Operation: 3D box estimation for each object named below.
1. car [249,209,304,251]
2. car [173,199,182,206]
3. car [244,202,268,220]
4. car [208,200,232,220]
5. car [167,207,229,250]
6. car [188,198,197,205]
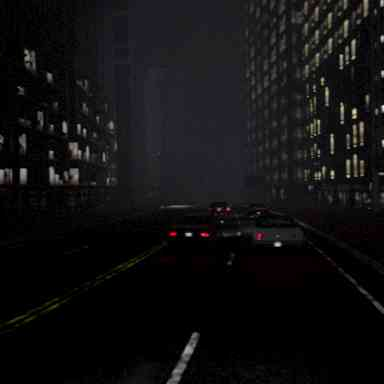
[{"bbox_3d":[3.538,1.646,14.420,1.895,1.301,4.718,-1,0,10],"label":"car"},{"bbox_3d":[-3.174,2.159,70.109,1.895,1.301,4.718,-1,0,-3],"label":"car"},{"bbox_3d":[5.762,1.596,29.963,1.882,1.535,5.008,-1,0,6],"label":"car"},{"bbox_3d":[2.486,1.523,29.915,2.097,1.767,4.553,-1,-1,6],"label":"car"},{"bbox_3d":[0.318,1.646,14.877,2.033,1.411,5.357,-1,0,10],"label":"car"},{"bbox_3d":[0.054,2.039,70.479,2.033,1.411,5.357,-1,0,-3],"label":"car"}]
